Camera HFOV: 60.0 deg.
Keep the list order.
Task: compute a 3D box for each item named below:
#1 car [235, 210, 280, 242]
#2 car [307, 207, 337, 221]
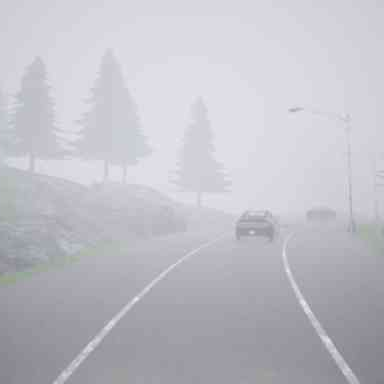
[{"bbox_3d":[3.574,1.718,17.818,2.128,1.511,4.902,-1,-2,19],"label":"car"},{"bbox_3d":[13.829,2.288,35.319,1.882,1.535,5.008,-4,-5,40],"label":"car"}]
